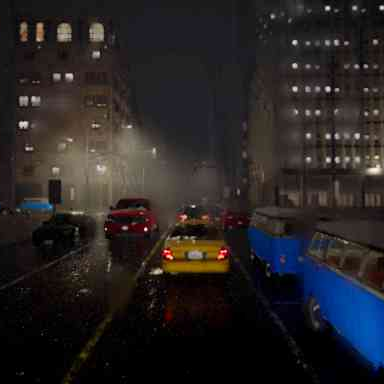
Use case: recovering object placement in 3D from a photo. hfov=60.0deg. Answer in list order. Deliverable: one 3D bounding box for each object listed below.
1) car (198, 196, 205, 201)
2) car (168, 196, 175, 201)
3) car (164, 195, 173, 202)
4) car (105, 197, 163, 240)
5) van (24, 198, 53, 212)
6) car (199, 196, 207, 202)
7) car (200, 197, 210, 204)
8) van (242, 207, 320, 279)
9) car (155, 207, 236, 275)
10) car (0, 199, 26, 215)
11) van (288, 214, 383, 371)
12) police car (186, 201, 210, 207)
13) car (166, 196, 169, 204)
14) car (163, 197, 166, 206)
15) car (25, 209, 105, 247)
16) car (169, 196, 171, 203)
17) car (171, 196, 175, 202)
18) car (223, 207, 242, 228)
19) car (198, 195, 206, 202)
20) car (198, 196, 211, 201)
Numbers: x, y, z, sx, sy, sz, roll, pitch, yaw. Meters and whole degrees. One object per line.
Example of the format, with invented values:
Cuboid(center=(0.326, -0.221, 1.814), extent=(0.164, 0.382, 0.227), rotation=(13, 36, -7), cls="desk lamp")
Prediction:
Cuboid(center=(2.685, 1.796, 93.134), extent=(1.752, 1.417, 4.829), rotation=(1, 0, 0), cls="car")
Cuboid(center=(-5.695, 1.795, 92.795), extent=(1.752, 1.417, 4.829), rotation=(1, 0, 0), cls="car")
Cuboid(center=(-5.692, 1.684, 81.661), extent=(1.967, 1.590, 4.097), rotation=(1, 0, 0), cls="car")
Cuboid(center=(-3.012, 1.289, 17.805), extent=(2.150, 2.045, 5.566), rotation=(0, 0, 0), cls="car")
Cuboid(center=(-19.743, 1.672, 42.271), extent=(3.998, 1.788, 1.690), rotation=(0, -1, 1), cls="van")
Cuboid(center=(2.687, 1.795, 81.660), extent=(2.008, 1.369, 4.403), rotation=(1, 0, 0), cls="car")
Cuboid(center=(2.689, 1.762, 70.358), extent=(1.887, 1.381, 4.507), rotation=(1, 0, 0), cls="car")
Cuboid(center=(2.701, 1.378, 9.808), extent=(1.690, 1.788, 3.998), rotation=(1, 0, 0), cls="van")
Cuboid(center=(0.095, 1.497, 10.565), extent=(1.801, 1.575, 5.366), rotation=(0, 0, 0), cls="car")
Cuboid(center=(-19.849, 1.738, 33.889), extent=(4.403, 1.369, 2.008), rotation=(0, -1, 1), cls="car")
Cuboid(center=(2.702, 1.357, 4.231), extent=(1.690, 1.788, 3.998), rotation=(1, 0, 0), cls="van")
Cuboid(center=(0.100, 1.578, 20.886), extent=(2.038, 1.542, 4.974), rotation=(0, 0, 0), cls="police car")
Cuboid(center=(-5.688, 1.630, 59.056), extent=(1.967, 1.590, 4.097), rotation=(1, 0, 0), cls="car")
Cuboid(center=(-5.689, 1.758, 53.403), extent=(1.802, 1.307, 4.206), rotation=(1, 0, 0), cls="car")
Cuboid(center=(-5.683, 1.621, 15.388), extent=(1.947, 1.339, 4.313), rotation=(1, 0, 0), cls="car")
Cuboid(center=(-5.691, 1.786, 64.706), extent=(1.802, 1.307, 4.206), rotation=(1, 0, 0), cls="car")
Cuboid(center=(-5.693, 1.781, 76.009), extent=(2.008, 1.369, 4.403), rotation=(1, 0, 0), cls="car")
Cuboid(center=(2.697, 1.619, 20.960), extent=(1.887, 1.381, 4.507), rotation=(1, 0, 0), cls="car")
Cuboid(center=(2.687, 1.698, 87.314), extent=(1.967, 1.590, 4.097), rotation=(1, 0, 0), cls="car")
Cuboid(center=(2.690, 1.755, 64.707), extent=(2.008, 1.369, 4.403), rotation=(1, 0, 0), cls="car")
